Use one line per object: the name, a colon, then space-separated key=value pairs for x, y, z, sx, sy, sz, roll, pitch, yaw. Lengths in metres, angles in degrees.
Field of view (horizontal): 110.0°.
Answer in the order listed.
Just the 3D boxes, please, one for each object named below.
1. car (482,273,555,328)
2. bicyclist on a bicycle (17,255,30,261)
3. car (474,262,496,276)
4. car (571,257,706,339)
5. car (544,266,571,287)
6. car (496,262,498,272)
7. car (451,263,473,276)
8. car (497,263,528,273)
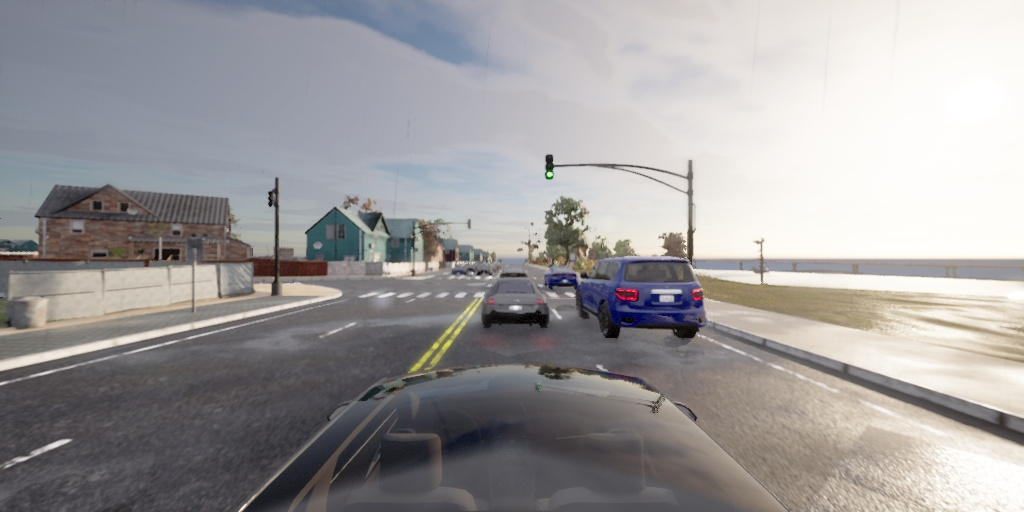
car: x=0.101 y=1.412 z=11.838 sx=1.994 sy=1.385 sz=4.181 roll=0 pitch=-1 yaw=0
bicyclist on a bicycle: x=-29.611 y=0.738 z=21.724 sx=0.582 sy=1.620 sz=1.656 roll=1 pitch=-1 yaw=-35
car: x=-3.335 y=1.700 z=45.090 sx=1.837 sy=1.490 sz=4.892 roll=0 pitch=-1 yaw=0
car: x=3.351 y=1.054 z=10.450 sx=2.150 sy=2.045 sz=5.566 roll=0 pitch=-1 yaw=0
car: x=3.355 y=1.460 z=25.162 sx=1.882 sy=1.535 sz=5.008 roll=0 pitch=0 yaw=0
car: x=-3.322 y=1.823 z=54.352 sx=1.812 sy=1.442 sz=4.674 roll=0 pitch=-1 yaw=0
car: x=-6.614 y=1.755 z=46.175 sx=2.033 sy=1.411 sz=5.357 roll=0 pitch=-1 yaw=-2
car: x=0.102 y=1.466 z=25.714 sx=1.882 sy=1.535 sz=5.008 roll=0 pitch=-1 yaw=0
